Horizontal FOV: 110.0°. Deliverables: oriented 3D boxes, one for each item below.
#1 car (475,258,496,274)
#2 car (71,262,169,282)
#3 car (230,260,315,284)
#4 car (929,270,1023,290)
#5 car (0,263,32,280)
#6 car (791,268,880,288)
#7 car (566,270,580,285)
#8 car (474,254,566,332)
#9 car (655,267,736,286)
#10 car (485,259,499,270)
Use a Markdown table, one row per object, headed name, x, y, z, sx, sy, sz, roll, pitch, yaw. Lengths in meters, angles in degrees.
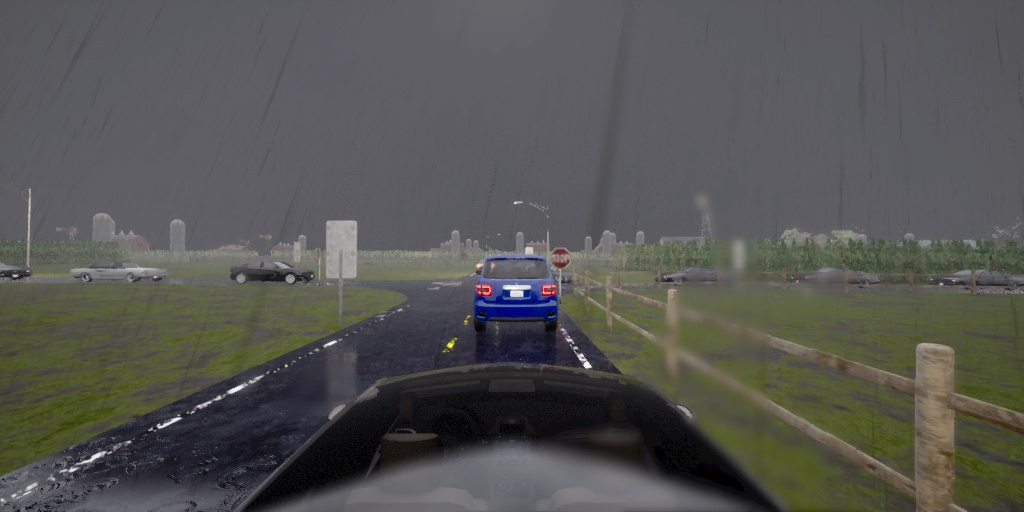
| name | x | y | z | sx | sy | sz | roll | pitch | yaw |
| --- | --- | --- | --- | --- | --- | --- | --- | --- | --- |
| car | -2.913 | 1.092 | 40.698 | 2.097 | 1.767 | 4.553 | 0 | 0 | 0 |
| car | -25.867 | 1.064 | 23.795 | 4.718 | 1.301 | 1.895 | 1 | -1 | 0 |
| car | -15.788 | 1.047 | 23.803 | 5.008 | 1.535 | 1.882 | 1 | -1 | -1 |
| car | 34.563 | 1.740 | 26.631 | 5.357 | 1.411 | 2.033 | 1 | -1 | 0 |
| car | -35.597 | 0.911 | 23.815 | 5.357 | 1.411 | 2.033 | 1 | -1 | 0 |
| car | 23.987 | 1.612 | 26.656 | 5.357 | 1.411 | 2.033 | 1 | -1 | 0 |
| car | 2.517 | 1.305 | 25.955 | 4.892 | 1.490 | 1.837 | 0 | 0 | 39 |
| car | 0.060 | 0.973 | 11.048 | 2.150 | 2.045 | 5.566 | 0 | 0 | -1 |
| car | 13.577 | 1.489 | 26.655 | 5.357 | 1.411 | 2.033 | 1 | -1 | -1 |
| car | -2.924 | 1.204 | 53.585 | 1.882 | 1.535 | 5.008 | 0 | 0 | 0 |
